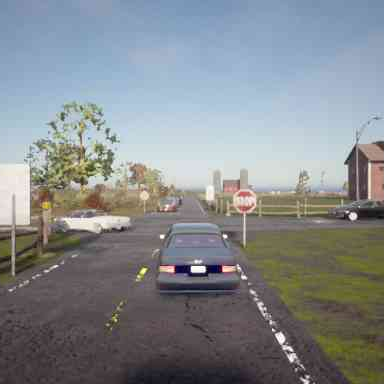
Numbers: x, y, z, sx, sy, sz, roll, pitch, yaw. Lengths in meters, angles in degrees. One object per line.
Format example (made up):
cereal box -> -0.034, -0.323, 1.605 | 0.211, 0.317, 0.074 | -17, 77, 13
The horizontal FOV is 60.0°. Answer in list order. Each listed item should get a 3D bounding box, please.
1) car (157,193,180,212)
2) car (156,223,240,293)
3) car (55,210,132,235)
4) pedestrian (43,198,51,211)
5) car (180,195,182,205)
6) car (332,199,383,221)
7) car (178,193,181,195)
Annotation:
car -> -2.880, 1.375, 38.829 | 2.097, 1.767, 4.553 | 0, 0, 0
car -> 0.067, 1.552, 8.988 | 2.033, 1.411, 5.357 | 0, 0, -1
car -> -5.699, 1.676, 19.111 | 4.718, 1.301, 1.895 | -2, -2, 35
pedestrian -> -12.182, 1.431, 27.777 | 0.375, 1.860, 0.375 | 0, 1, 0
car -> -2.881, 1.555, 48.880 | 1.812, 1.442, 4.674 | 0, 0, 1
car -> 12.942, 1.302, 24.578 | 4.892, 1.490, 1.837 | -1, 0, 0
car -> -2.879, 1.258, 59.179 | 2.150, 2.045, 5.566 | 0, 0, 0
